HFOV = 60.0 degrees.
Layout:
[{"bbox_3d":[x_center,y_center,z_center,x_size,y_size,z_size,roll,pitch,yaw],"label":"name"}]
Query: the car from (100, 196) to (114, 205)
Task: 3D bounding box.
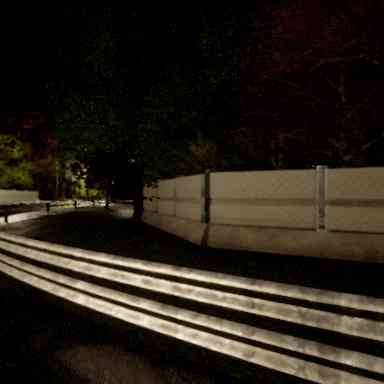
[{"bbox_3d":[-19.734,1.834,76.534,2.150,2.045,5.566,0,-1,-2],"label":"car"}]
